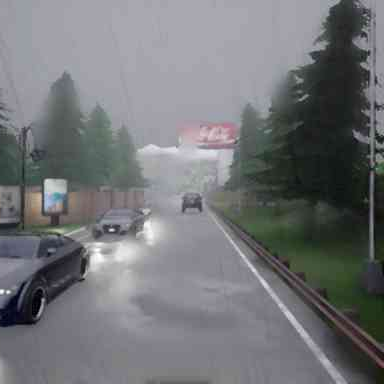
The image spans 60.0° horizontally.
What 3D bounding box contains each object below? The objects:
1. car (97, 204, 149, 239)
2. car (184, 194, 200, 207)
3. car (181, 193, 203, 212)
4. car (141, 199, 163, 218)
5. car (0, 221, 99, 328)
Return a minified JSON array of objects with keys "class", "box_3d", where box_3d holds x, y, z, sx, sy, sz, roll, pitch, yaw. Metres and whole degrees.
[{"class":"car","box_3d":[-3.586,1.503,16.833,1.994,1.385,4.181,0,0,0]},{"class":"car","box_3d":[0.016,1.179,47.333,2.097,1.767,4.553,0,0,0]},{"class":"car","box_3d":[0.008,1.089,36.280,2.150,2.045,5.566,0,0,0]},{"class":"car","box_3d":[-3.570,1.389,28.535,2.128,1.511,4.902,0,0,0]},{"class":"car","box_3d":[-3.592,1.539,6.894,1.994,1.385,4.181,0,0,0]}]
